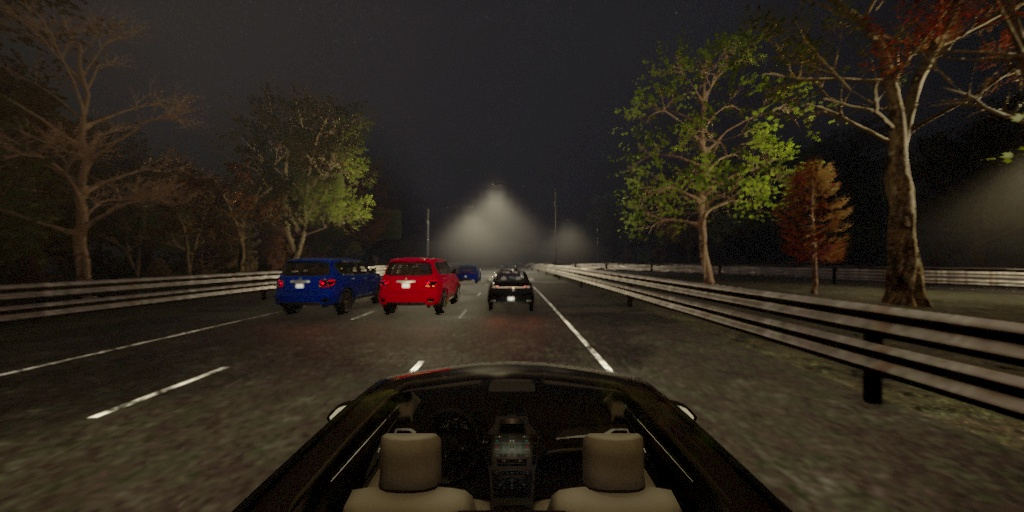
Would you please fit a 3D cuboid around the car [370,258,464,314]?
[{"bbox_3d":[-3.540,1.099,14.625,2.150,2.045,5.566,0,0,0],"label":"car"}]

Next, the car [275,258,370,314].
[{"bbox_3d":[-7.040,1.098,14.562,2.150,2.045,5.566,0,0,0],"label":"car"}]

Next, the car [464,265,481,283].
[{"bbox_3d":[-3.763,1.520,31.323,1.882,1.535,5.008,0,0,-1],"label":"car"}]

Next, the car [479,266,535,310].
[{"bbox_3d":[-0.041,1.376,15.555,2.128,1.511,4.902,0,0,0],"label":"car"}]
